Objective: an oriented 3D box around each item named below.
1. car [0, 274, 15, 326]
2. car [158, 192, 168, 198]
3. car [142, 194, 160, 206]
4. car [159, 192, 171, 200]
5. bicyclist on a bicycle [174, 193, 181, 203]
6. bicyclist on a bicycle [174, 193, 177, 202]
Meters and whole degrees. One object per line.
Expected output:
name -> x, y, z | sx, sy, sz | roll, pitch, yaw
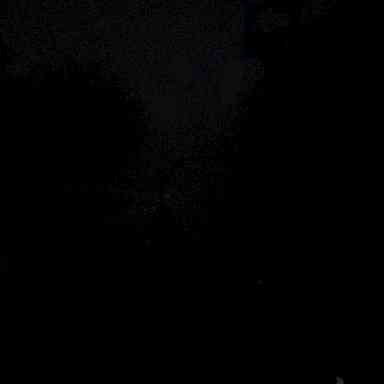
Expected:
car -> -3.624, 1.542, 2.737 | 2.033, 1.411, 5.357 | 0, 0, 0
car -> -7.572, 0.736, 85.690 | 2.033, 1.411, 5.357 | 0, 1, -10
car -> -5.926, 1.263, 47.048 | 1.994, 1.385, 4.181 | 0, 0, -5
car -> -5.707, 0.957, 74.162 | 2.033, 1.411, 5.357 | 0, 1, -9
bicyclist on a bicycle -> -2.194, 1.068, 54.978 | 0.866, 1.612, 1.509 | 0, 0, -6
bicyclist on a bicycle -> -3.107, 1.006, 62.580 | 0.582, 1.620, 1.656 | 0, 0, -7
